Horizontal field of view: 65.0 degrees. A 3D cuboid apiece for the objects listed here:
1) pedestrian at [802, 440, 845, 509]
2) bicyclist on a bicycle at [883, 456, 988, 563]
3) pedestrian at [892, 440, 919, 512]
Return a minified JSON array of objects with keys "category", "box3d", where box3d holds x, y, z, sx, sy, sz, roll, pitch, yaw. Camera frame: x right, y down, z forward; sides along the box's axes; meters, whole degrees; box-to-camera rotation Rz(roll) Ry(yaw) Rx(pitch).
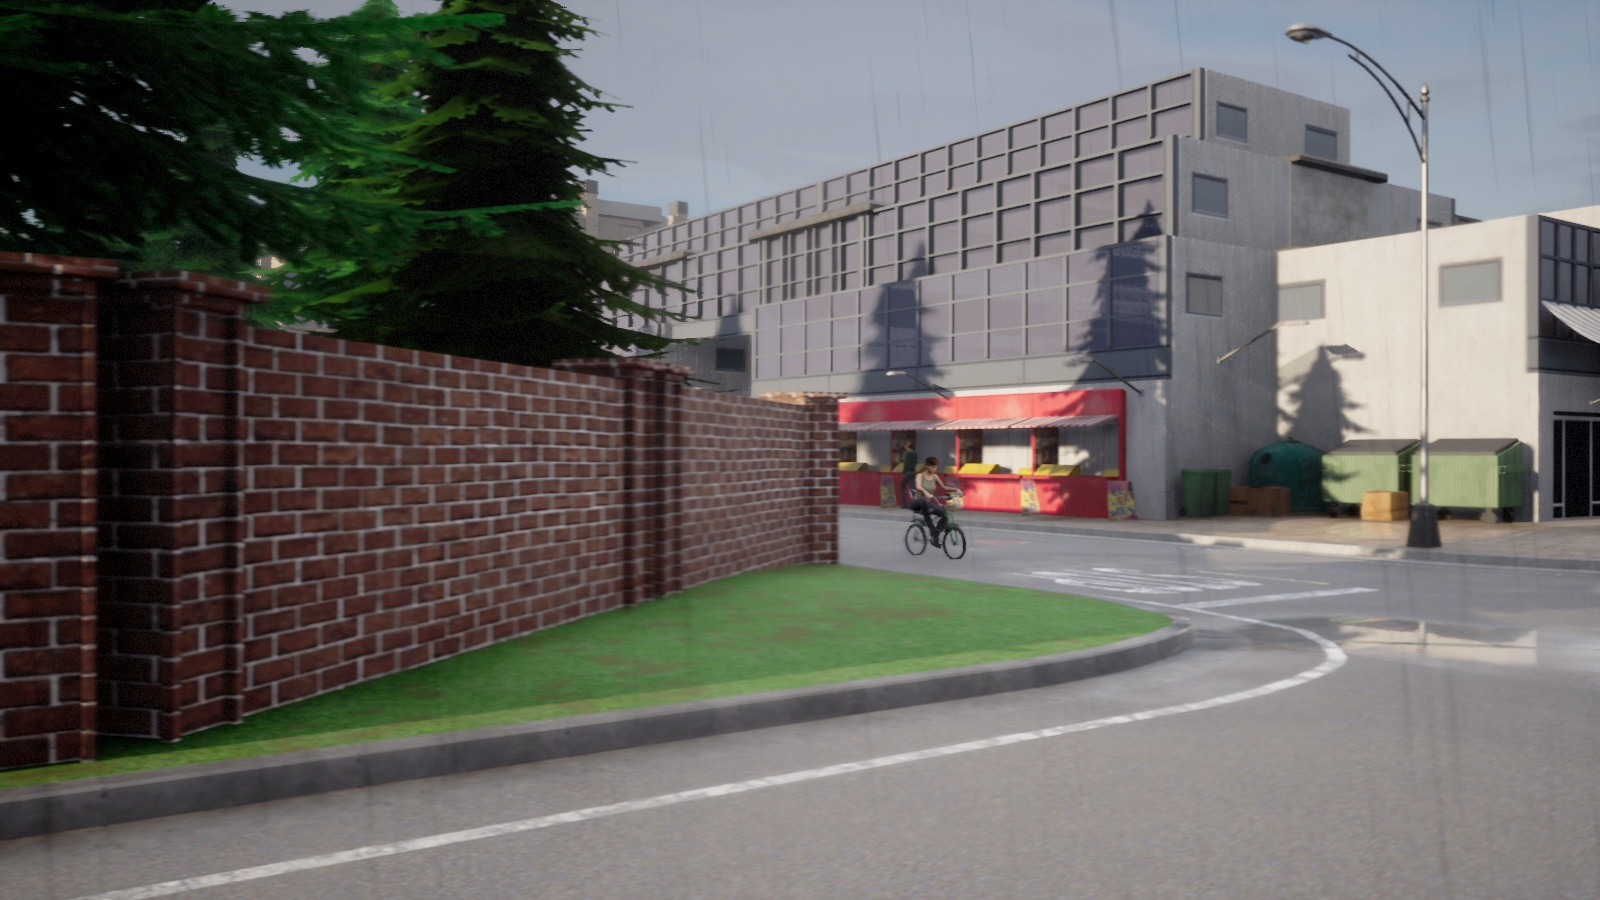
[{"category":"pedestrian","box3d":[0.658,0.666,34.756,0.874,1.855,0.900,0,0,-26]},{"category":"bicyclist on a bicycle","box3d":[2.121,0.902,19.781,0.866,1.612,1.509,0,0,-34]},{"category":"pedestrian","box3d":[2.734,0.656,32.554,0.353,1.847,0.614,0,0,-37]}]
